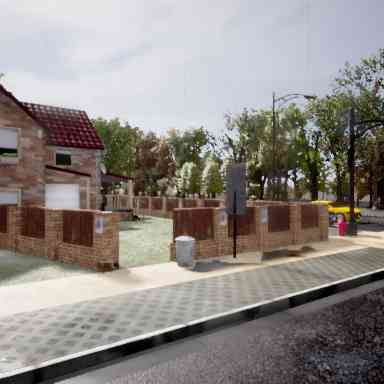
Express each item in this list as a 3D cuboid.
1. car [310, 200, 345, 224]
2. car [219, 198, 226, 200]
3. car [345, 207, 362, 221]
[{"bbox_3d":[7.828,1.469,23.359,1.812,1.442,4.674,0,0,-35],"label":"car"},{"bbox_3d":[3.767,1.393,34.668,2.128,1.511,4.902,0,0,-35],"label":"car"},{"bbox_3d":[10.318,1.423,25.468,1.882,1.535,5.008,0,0,-35],"label":"car"}]
